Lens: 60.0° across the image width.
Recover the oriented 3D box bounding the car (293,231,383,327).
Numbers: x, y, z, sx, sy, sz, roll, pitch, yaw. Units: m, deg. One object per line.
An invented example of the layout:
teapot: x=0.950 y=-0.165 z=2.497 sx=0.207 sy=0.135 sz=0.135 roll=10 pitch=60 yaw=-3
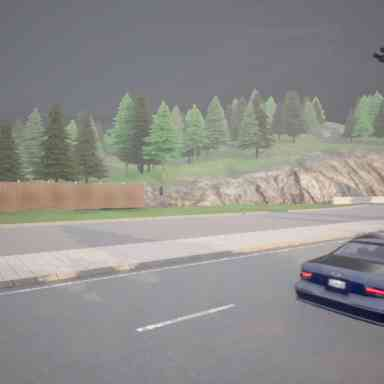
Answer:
car: x=4.409 y=1.547 z=6.889 sx=5.357 sy=1.411 sz=2.033 roll=0 pitch=0 yaw=-35
